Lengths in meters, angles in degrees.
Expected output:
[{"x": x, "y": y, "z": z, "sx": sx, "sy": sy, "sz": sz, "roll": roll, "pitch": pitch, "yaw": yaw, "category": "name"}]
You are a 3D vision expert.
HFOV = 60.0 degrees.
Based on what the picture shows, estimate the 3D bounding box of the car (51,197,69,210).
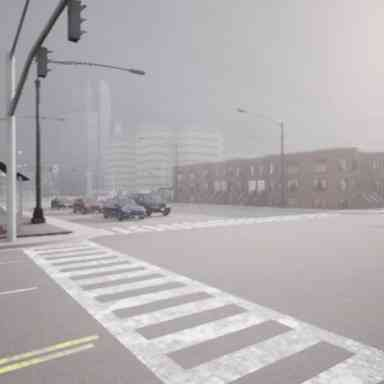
[{"x": -16.571, "y": 1.434, "z": 42.429, "sx": 2.128, "sy": 1.511, "sz": 4.902, "roll": 0, "pitch": 0, "yaw": -35, "category": "car"}]

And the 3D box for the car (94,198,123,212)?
[{"x": -9.909, "y": 1.489, "z": 39.113, "sx": 1.994, "sy": 1.385, "sz": 4.181, "roll": 0, "pitch": 0, "yaw": -35, "category": "car"}]

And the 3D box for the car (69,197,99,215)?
[{"x": -10.540, "y": 1.295, "z": 33.956, "sx": 2.097, "sy": 1.767, "sz": 4.553, "roll": 0, "pitch": 0, "yaw": -36, "category": "car"}]

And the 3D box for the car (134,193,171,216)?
[{"x": -4.106, "y": 1.147, "z": 30.957, "sx": 2.150, "sy": 2.045, "sz": 5.566, "roll": 0, "pitch": 0, "yaw": -36, "category": "car"}]

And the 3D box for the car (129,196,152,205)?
[{"x": -8.667, "y": 1.375, "z": 55.586, "sx": 1.837, "sy": 1.490, "sz": 4.892, "roll": 0, "pitch": 0, "yaw": -36, "category": "car"}]

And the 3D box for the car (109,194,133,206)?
[{"x": -11.498, "y": 1.241, "z": 53.527, "sx": 2.097, "sy": 1.767, "sz": 4.553, "roll": 0, "pitch": 0, "yaw": -36, "category": "car"}]

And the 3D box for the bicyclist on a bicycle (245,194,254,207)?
[{"x": 7.430, "y": 1.141, "z": 43.167, "sx": 1.656, "sy": 1.620, "sz": 0.582, "roll": -1, "pitch": 0, "yaw": -36, "category": "bicyclist on a bicycle"}]

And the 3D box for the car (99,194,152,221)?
[{"x": -5.450, "y": 1.295, "z": 26.823, "sx": 2.097, "sy": 1.767, "sz": 4.553, "roll": 0, "pitch": 0, "yaw": -36, "category": "car"}]

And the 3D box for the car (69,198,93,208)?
[{"x": -15.862, "y": 1.526, "z": 47.486, "sx": 1.895, "sy": 1.301, "sz": 4.718, "roll": 0, "pitch": 0, "yaw": -35, "category": "car"}]
